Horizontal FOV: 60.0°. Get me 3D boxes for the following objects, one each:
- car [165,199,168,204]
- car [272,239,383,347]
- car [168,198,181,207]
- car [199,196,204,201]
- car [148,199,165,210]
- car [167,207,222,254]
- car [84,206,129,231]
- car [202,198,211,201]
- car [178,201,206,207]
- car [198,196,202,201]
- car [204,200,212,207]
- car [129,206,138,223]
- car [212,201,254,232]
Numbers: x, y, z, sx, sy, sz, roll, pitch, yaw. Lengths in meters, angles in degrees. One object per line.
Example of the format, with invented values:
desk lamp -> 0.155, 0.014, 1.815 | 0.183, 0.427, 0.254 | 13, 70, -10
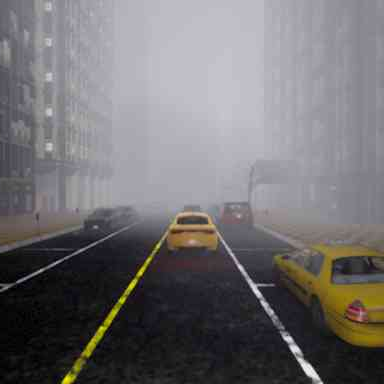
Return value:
car -> -5.633, 2.073, 56.286 | 1.947, 1.339, 4.313 | -1, 0, 0
car -> 2.811, 1.590, 6.610 | 1.752, 1.417, 4.829 | -1, -1, 0
car -> -2.978, 2.175, 64.489 | 1.895, 1.301, 4.718 | 0, 0, 1
car -> 2.712, 1.947, 56.222 | 1.967, 1.590, 4.097 | -1, 0, 0
car -> -5.636, 2.040, 50.613 | 1.802, 1.307, 4.206 | -1, -1, 0
car -> 0.033, 1.611, 14.172 | 1.882, 1.535, 5.008 | 0, 0, 0
car -> -5.825, 1.773, 22.245 | 1.947, 1.339, 4.313 | -1, -1, 0
car -> 2.707, 1.959, 44.872 | 2.008, 1.369, 4.403 | -1, 0, 0
car -> 0.036, 1.770, 28.432 | 1.837, 1.490, 4.892 | 0, 0, 0
car -> 2.404, 2.244, 82.376 | 1.812, 1.442, 4.674 | 0, 0, 0
car -> 2.703, 1.924, 39.199 | 1.947, 1.339, 4.313 | -1, -1, 0
car -> -5.652, 1.824, 27.919 | 1.947, 1.339, 4.313 | -1, -1, 0
car -> 2.727, 1.518, 21.692 | 2.192, 1.841, 5.009 | -1, -1, 0
